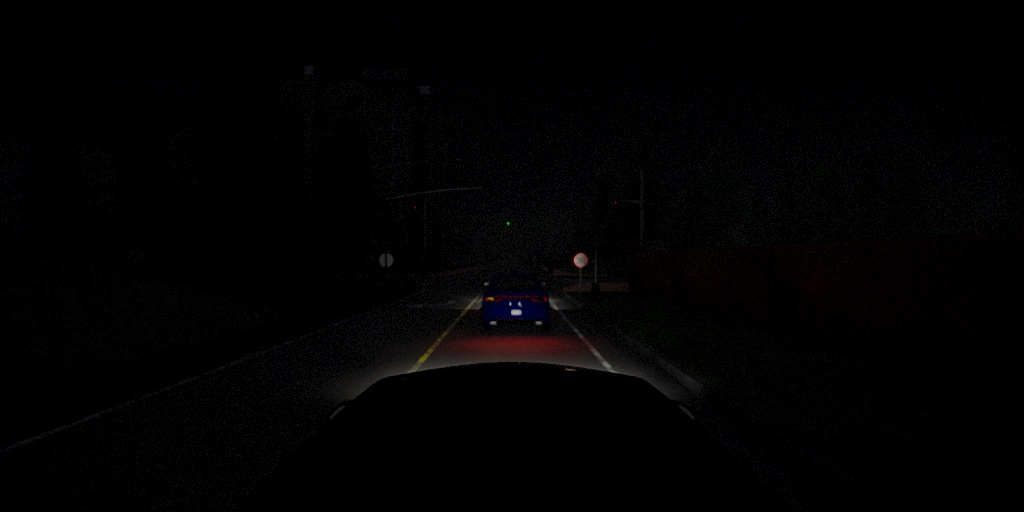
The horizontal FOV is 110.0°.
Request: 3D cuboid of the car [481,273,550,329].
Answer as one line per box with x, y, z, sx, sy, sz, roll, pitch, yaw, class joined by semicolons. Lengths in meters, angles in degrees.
0.102;1.278;11.565;1.882;1.535;5.008;0;0;0;car
